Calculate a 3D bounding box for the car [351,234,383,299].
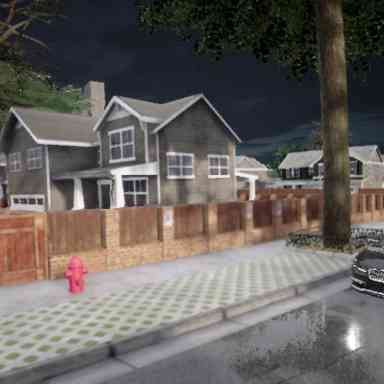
[{"bbox_3d":[5.274,1.313,7.223,4.892,1.490,1.837,-2,1,-39],"label":"car"}]
